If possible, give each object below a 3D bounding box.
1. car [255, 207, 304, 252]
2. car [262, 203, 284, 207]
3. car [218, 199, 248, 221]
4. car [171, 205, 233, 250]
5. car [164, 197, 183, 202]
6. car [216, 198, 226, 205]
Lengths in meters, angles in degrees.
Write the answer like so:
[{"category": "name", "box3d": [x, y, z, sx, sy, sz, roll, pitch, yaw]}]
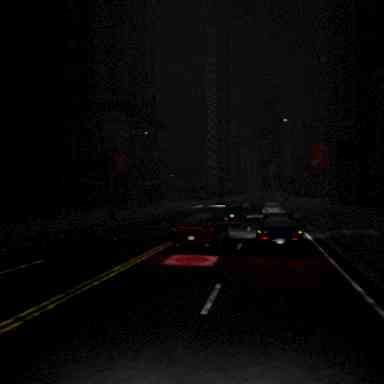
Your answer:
[{"category": "car", "box3d": [3.668, 1.587, 14.159, 1.812, 1.442, 4.674, -1, 0, 13]}, {"category": "car", "box3d": [6.983, 1.656, 28.790, 1.812, 1.442, 4.674, -1, 0, 13]}, {"category": "car", "box3d": [3.797, 1.683, 29.439, 1.837, 1.490, 4.892, -1, 0, 13]}, {"category": "car", "box3d": [0.523, 1.585, 14.983, 1.882, 1.535, 5.008, -1, 0, 13]}, {"category": "car", "box3d": [-4.882, 2.175, 94.235, 4.507, 1.381, 1.887, 0, 0, 12]}, {"category": "car", "box3d": [6.158, 1.967, 69.287, 2.128, 1.511, 4.902, -1, 0, 13]}]
